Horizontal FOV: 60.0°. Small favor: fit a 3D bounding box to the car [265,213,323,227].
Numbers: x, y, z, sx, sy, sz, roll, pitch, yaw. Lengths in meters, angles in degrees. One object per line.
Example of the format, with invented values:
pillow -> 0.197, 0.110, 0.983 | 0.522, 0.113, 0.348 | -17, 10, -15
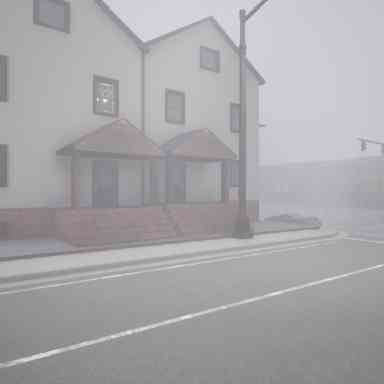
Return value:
car -> 9.086, 2.999, 30.603 | 2.150, 2.045, 5.566 | -1, -13, -36
